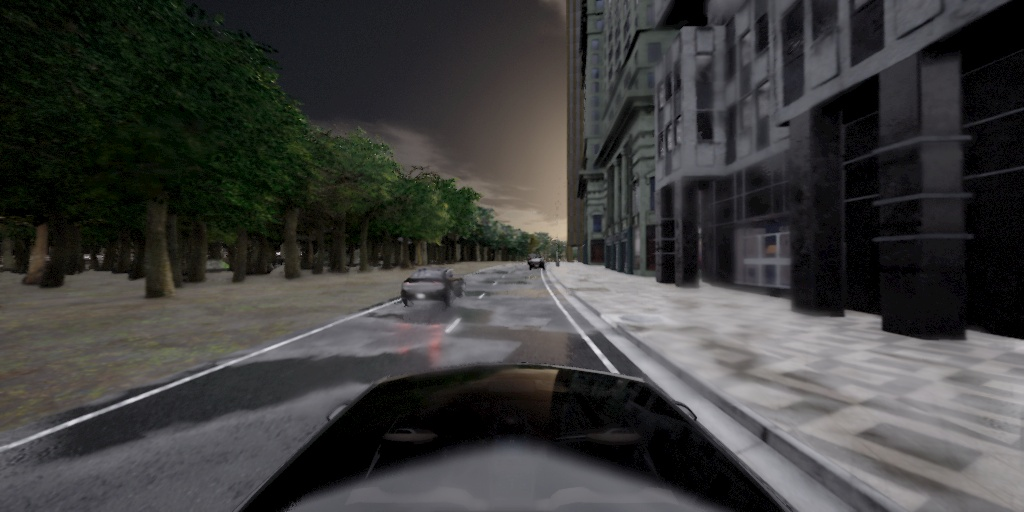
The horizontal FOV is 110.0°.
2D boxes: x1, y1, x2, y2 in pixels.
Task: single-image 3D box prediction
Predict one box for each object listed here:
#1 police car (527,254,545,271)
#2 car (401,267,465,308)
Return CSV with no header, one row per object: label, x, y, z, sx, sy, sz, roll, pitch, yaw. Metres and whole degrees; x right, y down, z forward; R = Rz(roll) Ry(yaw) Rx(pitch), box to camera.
police car,3.098,0.898,44.042,1.930,1.638,5.238,0,1,5
car,-3.173,1.215,15.178,2.128,1.511,4.902,0,0,2
